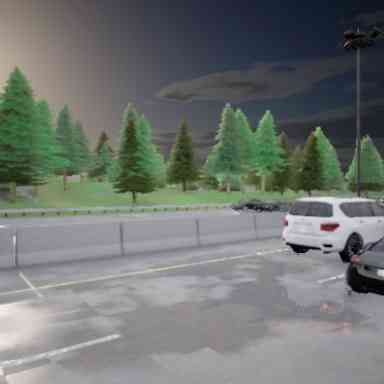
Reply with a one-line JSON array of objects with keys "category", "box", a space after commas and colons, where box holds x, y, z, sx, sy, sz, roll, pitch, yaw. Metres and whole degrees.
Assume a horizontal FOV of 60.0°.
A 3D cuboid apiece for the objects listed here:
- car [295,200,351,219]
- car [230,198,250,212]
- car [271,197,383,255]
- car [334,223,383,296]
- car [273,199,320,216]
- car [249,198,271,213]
[{"category": "car", "box": [11.692, 1.516, 29.524, 5.357, 1.411, 2.033, 0, 0, -35]}, {"category": "car", "box": [6.635, 1.471, 38.799, 4.892, 1.490, 1.837, 0, 0, -35]}, {"category": "car", "box": [5.685, 1.208, 12.100, 5.566, 2.045, 2.150, 0, 0, -36]}, {"category": "car", "box": [5.398, 1.553, 7.597, 4.181, 1.385, 1.994, 0, 0, -35]}, {"category": "car", "box": [10.405, 1.472, 32.893, 4.892, 1.490, 1.837, 0, 0, -35]}, {"category": "car", "box": [9.187, 1.513, 36.330, 5.357, 1.411, 2.033, 0, 0, -35]}]
